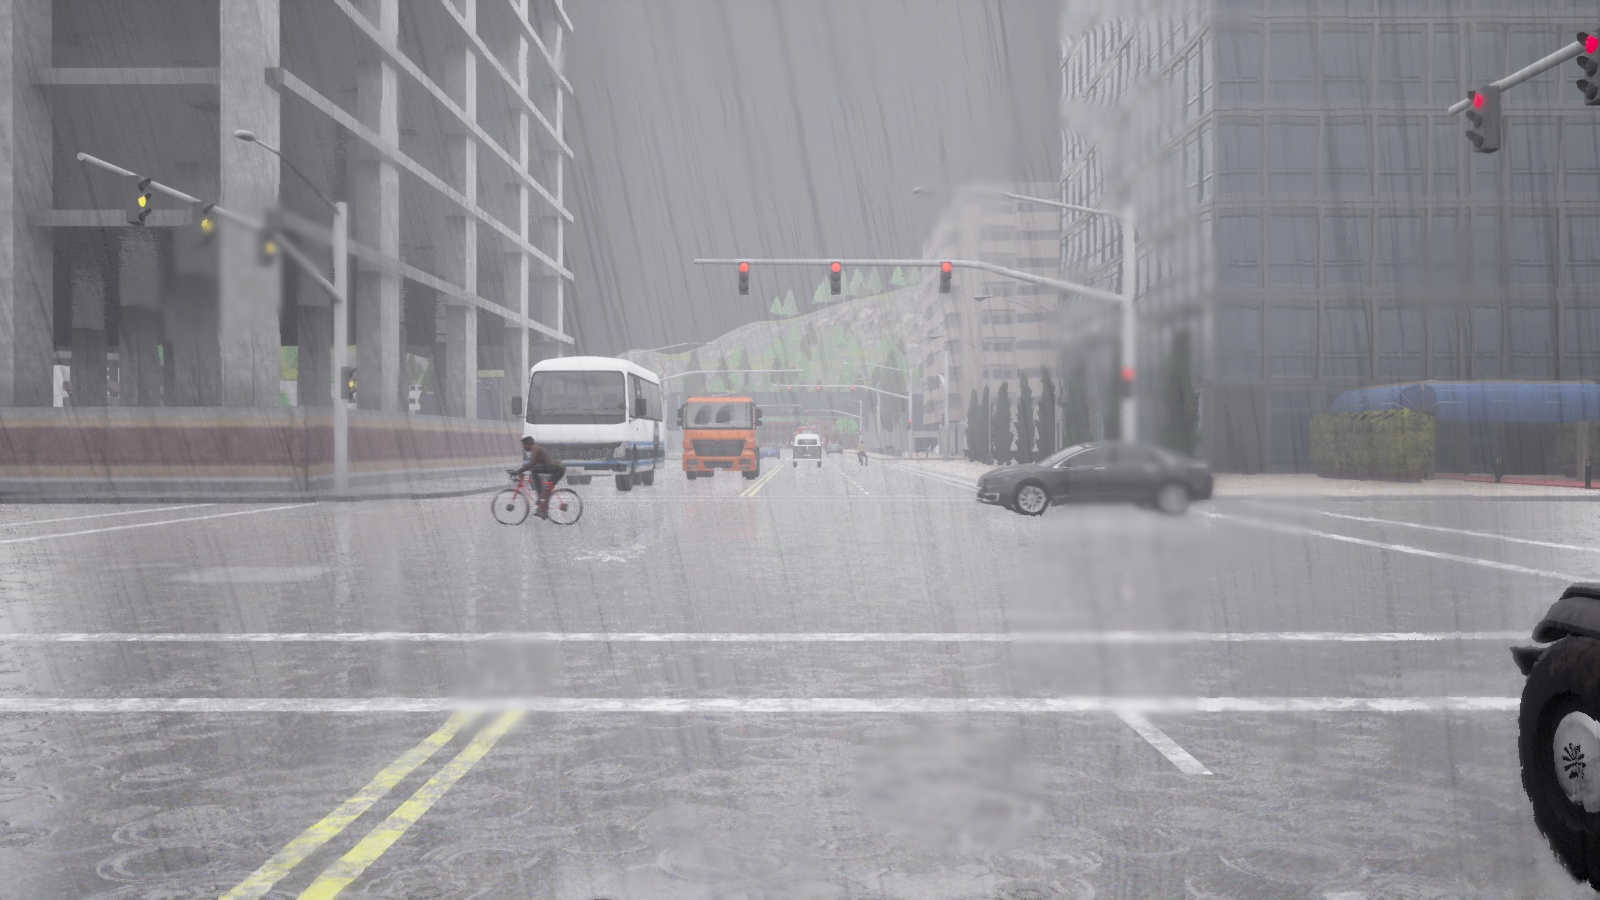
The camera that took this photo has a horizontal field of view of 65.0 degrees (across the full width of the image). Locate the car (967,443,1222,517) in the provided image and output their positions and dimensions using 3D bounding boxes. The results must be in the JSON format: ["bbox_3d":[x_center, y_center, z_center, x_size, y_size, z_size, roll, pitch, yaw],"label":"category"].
[{"bbox_3d":[6.069,0.608,26.258,4.892,1.490,1.837,0,0,-1],"label":"car"}]

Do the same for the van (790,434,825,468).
[{"bbox_3d":[0.452,0.032,77.677,2.069,2.038,4.480,0,0,0],"label":"van"}]

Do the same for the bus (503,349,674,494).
[{"bbox_3d":[-6.747,-0.873,42.103,3.944,4.253,10.273,0,0,0],"label":"bus"}]

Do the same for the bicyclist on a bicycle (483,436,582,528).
[{"bbox_3d":[-4.815,0.568,22.641,1.656,1.620,0.582,0,0,-1],"label":"bicyclist on a bicycle"}]

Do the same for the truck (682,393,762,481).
[{"bbox_3d":[-3.185,-0.539,53.286,2.891,3.462,7.936,0,0,0],"label":"truck"}]

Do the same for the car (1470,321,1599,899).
[{"bbox_3d":[3.532,0.529,2.910,1.905,1.878,3.866,0,0,0],"label":"car"}]
